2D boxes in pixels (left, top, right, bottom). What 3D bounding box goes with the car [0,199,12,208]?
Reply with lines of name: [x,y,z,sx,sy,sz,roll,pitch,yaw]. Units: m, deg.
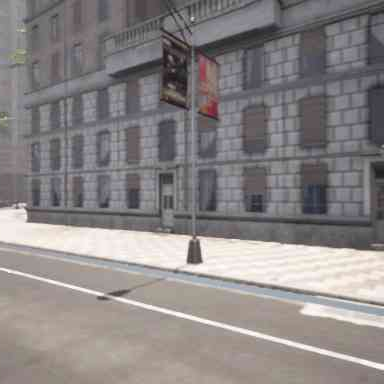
car: [-34.133,2.088,58.455,1.837,1.490,4.892,-1,0,24]
